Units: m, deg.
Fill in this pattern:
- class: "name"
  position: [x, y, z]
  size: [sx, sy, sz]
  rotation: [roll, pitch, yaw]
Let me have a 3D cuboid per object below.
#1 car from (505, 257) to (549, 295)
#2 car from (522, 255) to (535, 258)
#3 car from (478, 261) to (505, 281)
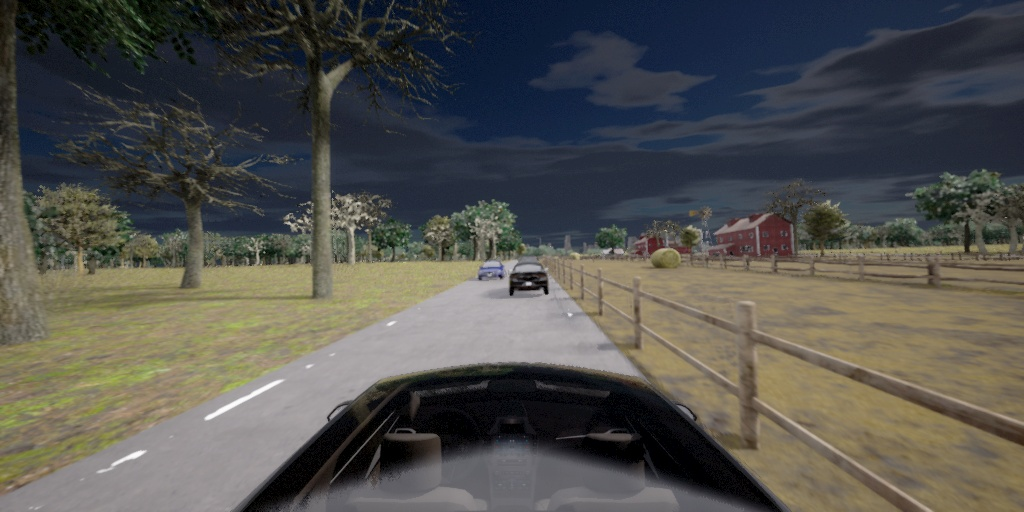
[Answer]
- class: "car"
  position: [0.879, 1.055, 18.635]
  size: [1.882, 1.535, 5.008]
  rotation: [-2, 1, 3]
- class: "car"
  position: [1.692, 0.711, 35.568]
  size: [2.097, 1.767, 4.553]
  rotation: [-2, 1, 3]
- class: "car"
  position: [-1.494, 1.091, 27.904]
  size: [1.812, 1.442, 4.674]
  rotation: [-2, 1, 3]
